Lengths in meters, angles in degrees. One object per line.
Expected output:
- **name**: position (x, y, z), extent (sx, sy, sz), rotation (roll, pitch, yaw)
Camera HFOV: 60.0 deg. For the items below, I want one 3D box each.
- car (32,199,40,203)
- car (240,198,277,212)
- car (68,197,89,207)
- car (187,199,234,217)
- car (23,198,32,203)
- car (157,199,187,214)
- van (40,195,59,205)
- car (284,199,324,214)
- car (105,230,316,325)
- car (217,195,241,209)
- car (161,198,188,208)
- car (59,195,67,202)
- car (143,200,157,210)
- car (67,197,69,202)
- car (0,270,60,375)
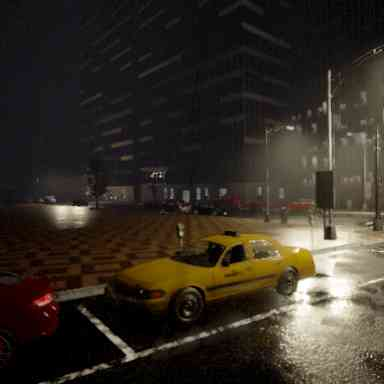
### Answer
- **car**: position (-34.871, 2.055, 77.258), extent (1.752, 1.417, 4.829), rotation (-2, 1, -41)
- **car**: position (8.261, 1.619, 40.100), extent (1.802, 1.307, 4.206), rotation (-2, 1, -41)
- **car**: position (-20.241, 1.988, 60.301), extent (1.802, 1.307, 4.206), rotation (-2, 1, -41)
- **car**: position (1.867, 1.781, 34.669), extent (1.947, 1.339, 4.313), rotation (-2, 1, -41)
- **car**: position (-42.241, 2.133, 85.804), extent (1.752, 1.417, 4.829), rotation (-2, 1, -41)
- **car**: position (-1.821, 1.687, 38.939), extent (1.967, 1.590, 4.097), rotation (-2, 1, -41)
- **van**: position (-31.300, 1.841, 73.113), extent (1.690, 1.788, 3.998), rotation (-2, 1, -41)
- **car**: position (11.949, 1.444, 35.822), extent (1.967, 1.590, 4.097), rotation (-2, 1, -41)
- **car**: position (0.646, 1.522, 7.037), extent (4.829, 1.417, 1.752), rotation (0, -1, -35)
- **car**: position (4.562, 1.384, 44.372), extent (2.192, 1.841, 5.009), rotation (-2, 1, -41)
- **car**: position (-2.813, 1.699, 52.932), extent (1.947, 1.339, 4.313), rotation (-2, 1, -41)
- **car**: position (-32.340, 1.928, 87.153), extent (1.887, 1.381, 4.507), rotation (-2, 1, -41)
- **car**: position (-4.758, 1.782, 46.342), extent (2.033, 1.411, 5.357), rotation (-2, 1, -41)
- **car**: position (-28.649, 1.919, 82.875), extent (1.947, 1.339, 4.313), rotation (-2, 1, -41)
- **car**: position (-3.795, 1.583, 3.868), extent (4.206, 1.307, 1.802), rotation (0, -1, -35)
